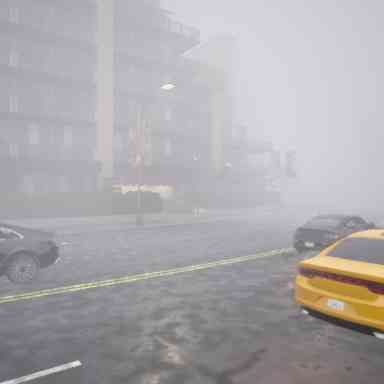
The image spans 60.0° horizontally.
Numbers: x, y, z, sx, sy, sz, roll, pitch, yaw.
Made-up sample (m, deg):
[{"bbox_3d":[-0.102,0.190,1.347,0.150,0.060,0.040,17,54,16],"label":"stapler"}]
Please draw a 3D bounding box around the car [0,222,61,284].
[{"bbox_3d":[-5.772,1.484,7.987,4.902,1.511,2.128,0,0,-36],"label":"car"}]

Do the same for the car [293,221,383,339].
[{"bbox_3d":[4.009,1.476,6.381,5.008,1.535,1.882,0,0,-39],"label":"car"}]

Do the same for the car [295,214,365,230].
[{"bbox_3d":[5.484,1.521,12.275,4.674,1.442,1.812,0,0,-42],"label":"car"}]
